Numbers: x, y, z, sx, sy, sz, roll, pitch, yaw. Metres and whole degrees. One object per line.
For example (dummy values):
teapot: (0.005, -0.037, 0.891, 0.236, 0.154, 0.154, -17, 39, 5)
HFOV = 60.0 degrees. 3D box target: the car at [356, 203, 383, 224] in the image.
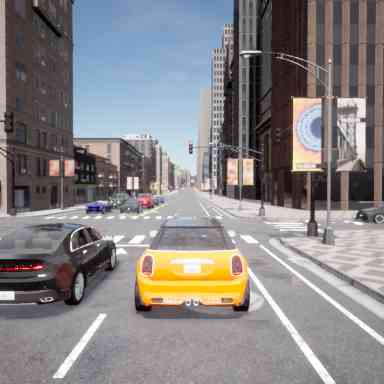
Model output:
car: (13.986, 1.470, 23.566, 4.181, 1.385, 1.994, 0, 1, 0)

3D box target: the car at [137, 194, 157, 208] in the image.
car: (-6.599, 1.245, 46.007, 2.150, 2.045, 5.566, 0, 0, 1)

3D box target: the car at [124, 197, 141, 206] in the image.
car: (-9.817, 1.592, 55.288, 1.994, 1.385, 4.181, 0, 0, 2)

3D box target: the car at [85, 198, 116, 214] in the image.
car: (-9.849, 1.616, 35.571, 1.895, 1.301, 4.718, 0, 0, 0)

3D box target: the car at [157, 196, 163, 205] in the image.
car: (-6.583, 1.592, 55.980, 1.994, 1.385, 4.181, 0, 0, 0)

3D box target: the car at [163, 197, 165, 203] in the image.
car: (-6.531, 1.508, 66.053, 1.882, 1.535, 5.008, 0, 0, 1)

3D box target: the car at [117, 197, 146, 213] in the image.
car: (-6.600, 1.580, 36.730, 1.994, 1.385, 4.181, 0, 0, 0)

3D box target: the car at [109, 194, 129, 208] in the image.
car: (-9.843, 1.244, 45.330, 2.150, 2.045, 5.566, 0, 0, 1)

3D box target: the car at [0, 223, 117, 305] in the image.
car: (-3.153, 1.504, 8.042, 1.837, 1.490, 4.892, 0, 0, 0)

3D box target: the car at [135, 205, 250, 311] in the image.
car: (0.011, 1.351, 7.897, 2.097, 1.767, 4.553, 0, 0, 0)
